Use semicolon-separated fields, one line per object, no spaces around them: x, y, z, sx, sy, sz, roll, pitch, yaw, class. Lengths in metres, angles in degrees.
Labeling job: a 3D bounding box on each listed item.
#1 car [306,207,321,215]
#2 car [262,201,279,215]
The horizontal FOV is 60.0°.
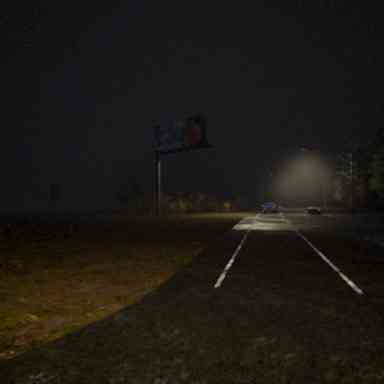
19.871;3.046;54.630;1.895;1.301;4.718;-1;-2;13;car
13.279;2.809;56.727;2.150;2.045;5.566;-1;-2;16;car
